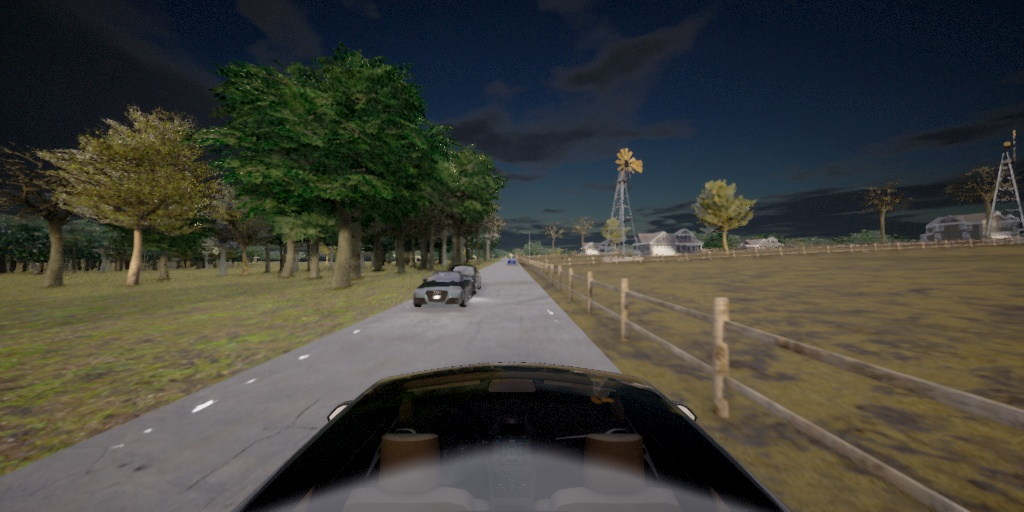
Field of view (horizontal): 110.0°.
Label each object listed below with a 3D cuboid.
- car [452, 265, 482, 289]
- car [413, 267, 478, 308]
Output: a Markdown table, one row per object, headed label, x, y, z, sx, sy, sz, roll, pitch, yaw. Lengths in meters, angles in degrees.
| label | x | y | z | sx | sy | sz | roll | pitch | yaw |
| --- | --- | --- | --- | --- | --- | --- | --- | --- | --- |
| car | -2.765 | 1.264 | 20.260 | 1.837 | 1.490 | 4.892 | 0 | 0 | 0 |
| car | -2.754 | 1.323 | 15.135 | 1.994 | 1.385 | 4.181 | 0 | 0 | 0 |
